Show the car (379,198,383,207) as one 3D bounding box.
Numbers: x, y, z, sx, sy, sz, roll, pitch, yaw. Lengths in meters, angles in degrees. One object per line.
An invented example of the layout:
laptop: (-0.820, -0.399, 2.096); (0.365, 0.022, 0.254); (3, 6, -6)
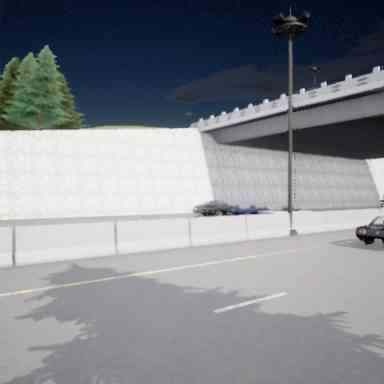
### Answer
car: (35.737, 1.605, 59.594); (5.566, 2.045, 2.150); (0, 0, -36)

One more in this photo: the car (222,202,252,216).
car: (5.268, 1.759, 29.279); (4.718, 1.301, 1.895); (0, 0, -36)

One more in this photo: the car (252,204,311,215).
car: (7.307, 1.751, 26.435); (4.718, 1.301, 1.895); (0, 0, -36)

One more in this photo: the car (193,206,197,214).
car: (2.328, 1.674, 35.782); (4.902, 1.511, 2.128); (0, 0, -36)

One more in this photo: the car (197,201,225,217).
car: (3.217, 1.767, 32.116); (4.718, 1.301, 1.895); (0, 0, -36)

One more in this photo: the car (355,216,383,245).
car: (9.338, 1.699, 14.732); (4.718, 1.301, 1.895); (0, 0, -36)
